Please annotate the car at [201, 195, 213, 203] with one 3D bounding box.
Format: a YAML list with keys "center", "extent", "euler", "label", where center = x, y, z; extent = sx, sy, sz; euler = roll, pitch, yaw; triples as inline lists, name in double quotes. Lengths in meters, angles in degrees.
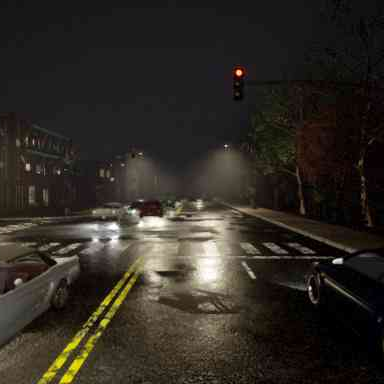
- center: [3.337, 1.467, 68.349]
  extent: [2.128, 1.511, 4.902]
  euler: [0, 0, 0]
  label: "car"

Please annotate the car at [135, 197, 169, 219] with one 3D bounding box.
- center: [-3.357, 1.470, 28.895]
  extent: [1.882, 1.535, 5.008]
  euler: [0, 0, 0]
  label: "car"

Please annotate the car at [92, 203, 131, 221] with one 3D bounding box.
- center: [-6.605, 1.594, 27.090]
  extent: [1.895, 1.301, 4.718]
  euler: [0, 0, 0]
  label: "car"

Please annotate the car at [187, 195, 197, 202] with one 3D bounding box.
- center: [-0.017, 1.494, 79.758]
  extent: [2.128, 1.511, 4.902]
  euler: [0, 0, 0]
  label: "car"

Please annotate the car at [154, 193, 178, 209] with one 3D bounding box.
- center: [-3.358, 1.207, 44.415]
  extent: [2.150, 2.045, 5.566]
  euler: [0, 0, 0]
  label: "car"

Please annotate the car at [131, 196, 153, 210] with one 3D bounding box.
- center: [-6.607, 1.551, 42.659]
  extent: [1.994, 1.385, 4.181]
  euler: [0, 0, 0]
  label: "car"

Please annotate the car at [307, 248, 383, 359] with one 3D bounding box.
- center: [3.337, 1.563, 5.254]
  extent: [1.994, 1.385, 4.181]
  euler: [0, 0, 1]
  label: "car"

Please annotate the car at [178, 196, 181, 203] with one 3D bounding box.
- center: [-3.274, 1.523, 68.626]
  extent: [2.033, 1.411, 5.357]
  euler: [0, 0, 0]
  label: "car"

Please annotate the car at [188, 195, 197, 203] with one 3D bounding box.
- center: [0.086, 1.500, 69.677]
  extent: [1.812, 1.442, 4.674]
  euler: [0, 0, 0]
  label: "car"

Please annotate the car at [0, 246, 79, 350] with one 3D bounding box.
- center: [-3.352, 1.600, 4.928]
  extent: [1.895, 1.301, 4.718]
  euler: [0, 0, 0]
  label: "car"

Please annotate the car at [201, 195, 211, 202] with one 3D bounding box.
- center: [3.231, 1.509, 78.533]
  extent: [2.033, 1.411, 5.357]
  euler: [0, 0, 0]
  label: "car"
